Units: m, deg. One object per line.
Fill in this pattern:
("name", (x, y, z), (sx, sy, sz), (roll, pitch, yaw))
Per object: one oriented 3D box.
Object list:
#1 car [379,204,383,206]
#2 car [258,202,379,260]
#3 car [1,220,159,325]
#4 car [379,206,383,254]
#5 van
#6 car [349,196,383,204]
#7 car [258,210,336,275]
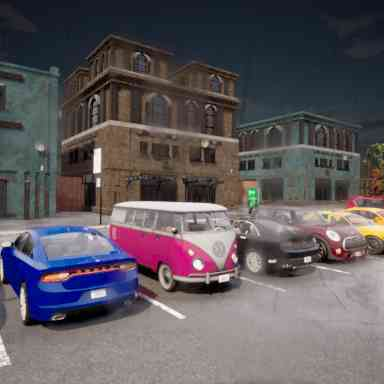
("car", (8.376, 1.481, 15.451), (2.097, 1.535, 5.008), (0, 0, -36))
("car", (3.935, 1.356, 12.307), (2.185, 1.767, 4.553), (0, 0, -36))
("car", (-2.937, 1.480, 7.346), (2.097, 1.535, 5.008), (0, 0, -36))
("car", (6.223, 1.479, 13.677), (1.946, 1.575, 5.366), (0, 0, -36))
("van", (-0.608, 1.256, 8.875), (1.878, 1.987, 4.442), (0, 0, -36))
("car", (10.660, 1.230, 17.043), (2.435, 2.045, 5.566), (0, 0, -36))
("car", (1.592, 1.483, 10.584), (2.231, 1.521, 4.892), (0, 0, -36))
